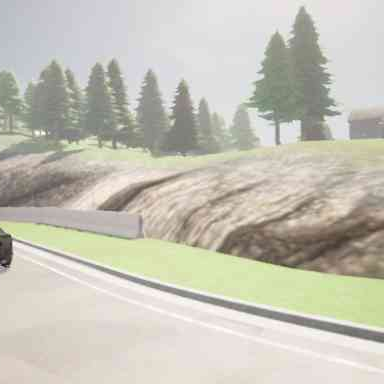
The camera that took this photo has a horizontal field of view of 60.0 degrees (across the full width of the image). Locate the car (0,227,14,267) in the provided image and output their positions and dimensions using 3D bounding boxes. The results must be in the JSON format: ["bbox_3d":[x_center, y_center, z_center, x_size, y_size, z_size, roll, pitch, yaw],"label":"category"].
[{"bbox_3d":[-7.515,1.605,11.087,1.882,1.535,5.008,0,0,-43],"label":"car"}]
